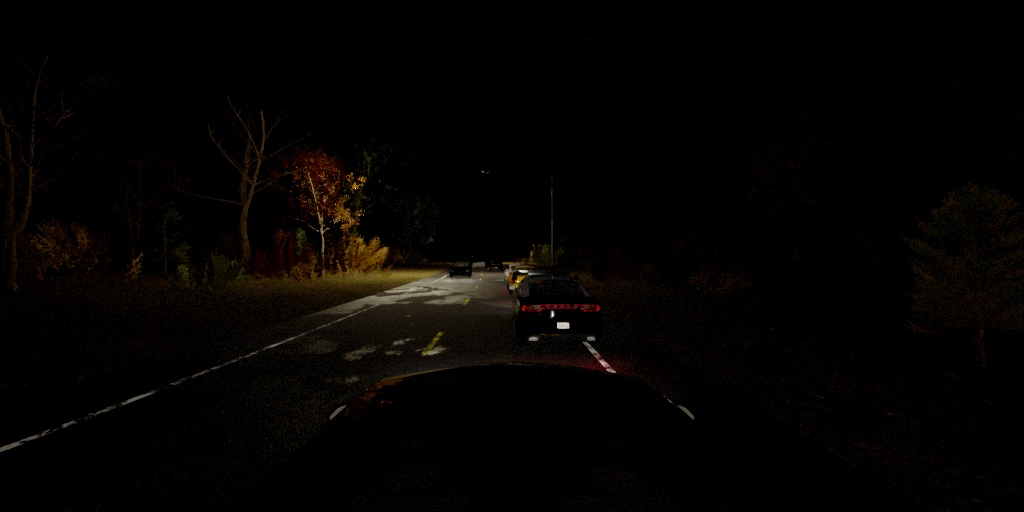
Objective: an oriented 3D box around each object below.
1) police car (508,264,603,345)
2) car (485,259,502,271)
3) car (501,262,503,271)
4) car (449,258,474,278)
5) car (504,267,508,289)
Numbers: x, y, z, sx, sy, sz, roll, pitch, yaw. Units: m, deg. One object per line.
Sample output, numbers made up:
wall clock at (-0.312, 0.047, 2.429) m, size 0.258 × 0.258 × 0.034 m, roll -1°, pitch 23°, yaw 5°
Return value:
police car at (0.964, 1.174, 9.681) m, size 1.930 × 1.638 × 5.238 m, roll 0°, pitch 0°, yaw -1°
car at (-2.225, 1.233, 47.638) m, size 1.837 × 1.490 × 4.892 m, roll 0°, pitch 0°, yaw -5°
car at (0.401, 1.264, 25.651) m, size 1.812 × 1.442 × 4.674 m, roll 0°, pitch 0°, yaw -3°
car at (-4.766, 1.215, 33.690) m, size 1.882 × 1.535 × 5.008 m, roll 0°, pitch 0°, yaw -4°
car at (0.667, 1.200, 19.813) m, size 1.801 × 1.575 × 5.366 m, roll 0°, pitch 0°, yaw -2°
